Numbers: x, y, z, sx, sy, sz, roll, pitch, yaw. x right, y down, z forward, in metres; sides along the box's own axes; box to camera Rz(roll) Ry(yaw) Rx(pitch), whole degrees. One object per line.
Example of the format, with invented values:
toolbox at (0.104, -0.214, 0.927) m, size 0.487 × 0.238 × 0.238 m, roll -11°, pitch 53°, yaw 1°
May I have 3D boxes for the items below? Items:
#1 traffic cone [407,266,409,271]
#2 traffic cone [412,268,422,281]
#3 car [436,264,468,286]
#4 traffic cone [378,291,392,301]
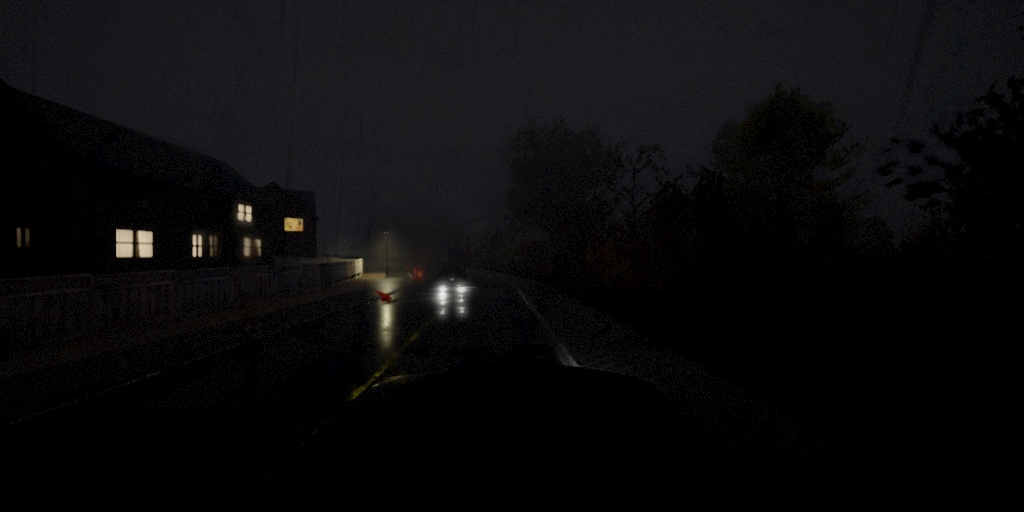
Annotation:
traffic cone at (-11.772, 1.416, 40.704) m, size 0.340 × 0.580 × 0.340 m, roll 0°, pitch 0°, yaw -27°
traffic cone at (-7.205, 1.421, 27.271) m, size 0.340 × 0.580 × 0.340 m, roll 0°, pitch 0°, yaw 10°
car at (-4.101, 1.245, 24.283) m, size 1.994 × 1.385 × 4.181 m, roll 0°, pitch 0°, yaw -11°
traffic cone at (-5.492, 1.506, 15.537) m, size 0.340 × 0.580 × 0.340 m, roll 0°, pitch 0°, yaw -24°
